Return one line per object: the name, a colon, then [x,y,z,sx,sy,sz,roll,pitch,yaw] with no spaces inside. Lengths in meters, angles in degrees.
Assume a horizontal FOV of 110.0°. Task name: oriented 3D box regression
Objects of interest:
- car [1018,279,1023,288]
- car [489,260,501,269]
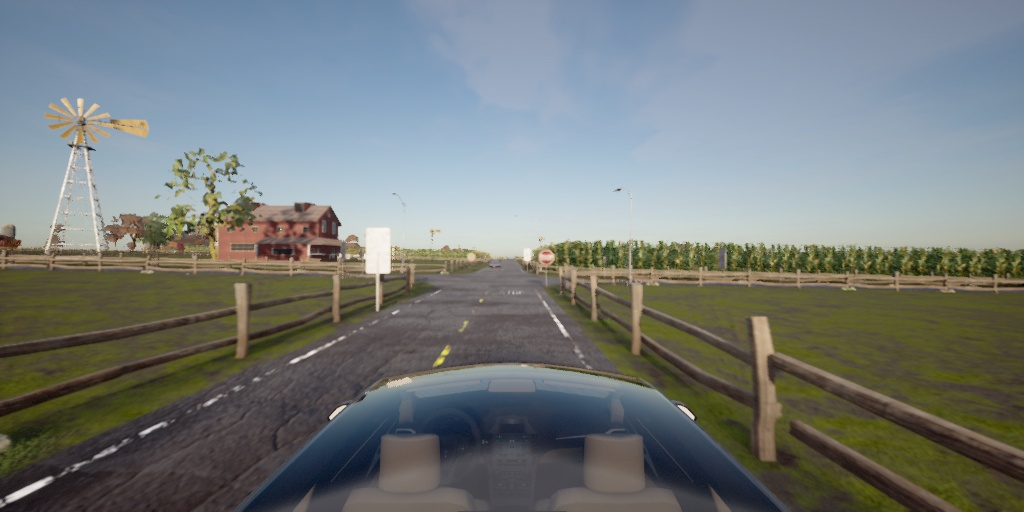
car: [49.185,2.400,32.477,5.008,1.535,1.882,1,-1,0]
car: [-2.751,1.302,58.023,2.033,1.411,5.357,0,0,0]
